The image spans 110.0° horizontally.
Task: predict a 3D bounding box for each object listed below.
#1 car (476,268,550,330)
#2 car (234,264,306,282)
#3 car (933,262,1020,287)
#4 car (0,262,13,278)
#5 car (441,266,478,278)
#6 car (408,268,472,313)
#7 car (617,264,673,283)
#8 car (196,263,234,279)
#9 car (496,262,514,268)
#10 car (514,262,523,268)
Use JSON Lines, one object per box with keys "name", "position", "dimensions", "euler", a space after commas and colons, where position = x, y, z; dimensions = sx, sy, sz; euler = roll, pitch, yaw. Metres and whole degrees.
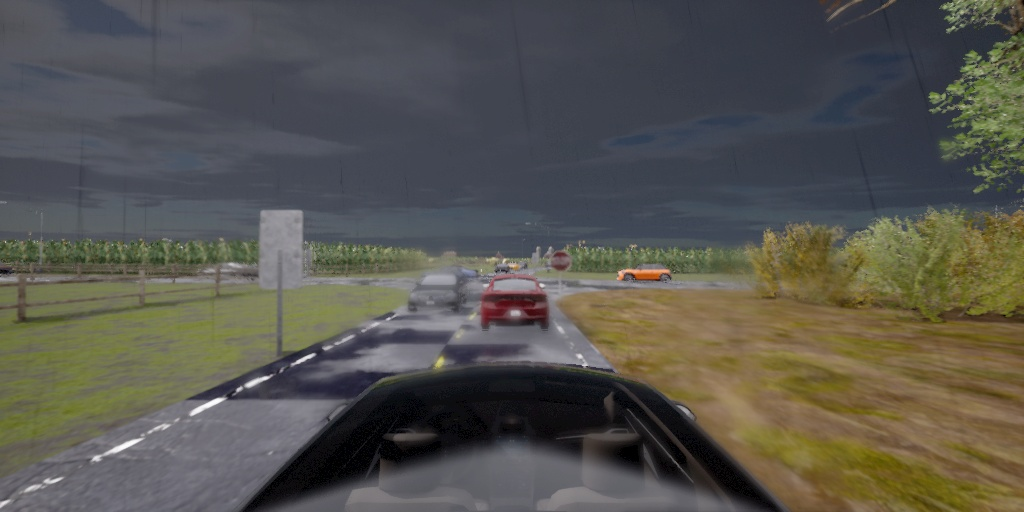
{"name": "car", "position": [0.071, 1.325, 11.533], "dimensions": [1.882, 1.535, 5.008], "euler": [0, -1, 0]}
{"name": "car", "position": [-20.035, 1.394, 30.339], "dimensions": [4.902, 1.511, 2.128], "euler": [0, -1, 3]}
{"name": "car", "position": [38.254, 1.494, 29.369], "dimensions": [5.566, 2.045, 2.150], "euler": [0, -1, 7]}
{"name": "car", "position": [-47.206, 1.067, 31.637], "dimensions": [4.553, 1.767, 2.097], "euler": [1, -1, 4]}
{"name": "car", "position": [-5.713, 1.587, 33.263], "dimensions": [5.357, 1.411, 2.033], "euler": [0, -1, 4]}
{"name": "car", "position": [-2.891, 1.407, 14.888], "dimensions": [1.812, 1.442, 4.674], "euler": [0, -1, -1]}
{"name": "car", "position": [11.871, 1.496, 32.310], "dimensions": [4.553, 1.767, 2.097], "euler": [0, -1, 10]}
{"name": "car", "position": [-27.458, 1.424, 34.342], "dimensions": [4.674, 1.442, 1.812], "euler": [1, -1, 3]}
{"name": "car", "position": [-1.297, 1.822, 52.677], "dimensions": [2.033, 1.411, 5.357], "euler": [0, -1, 6]}
{"name": "car", "position": [0.127, 1.861, 62.651], "dimensions": [1.882, 1.535, 5.008], "euler": [0, -1, 10]}
